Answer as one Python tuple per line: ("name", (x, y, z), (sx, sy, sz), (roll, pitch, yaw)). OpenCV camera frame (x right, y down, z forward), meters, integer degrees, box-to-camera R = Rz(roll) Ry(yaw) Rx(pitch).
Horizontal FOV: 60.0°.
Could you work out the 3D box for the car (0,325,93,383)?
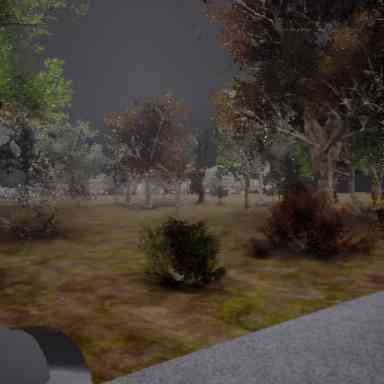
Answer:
("car", (-2.733, 1.490, 1.051), (4.902, 1.511, 2.128), (0, 0, -36))
